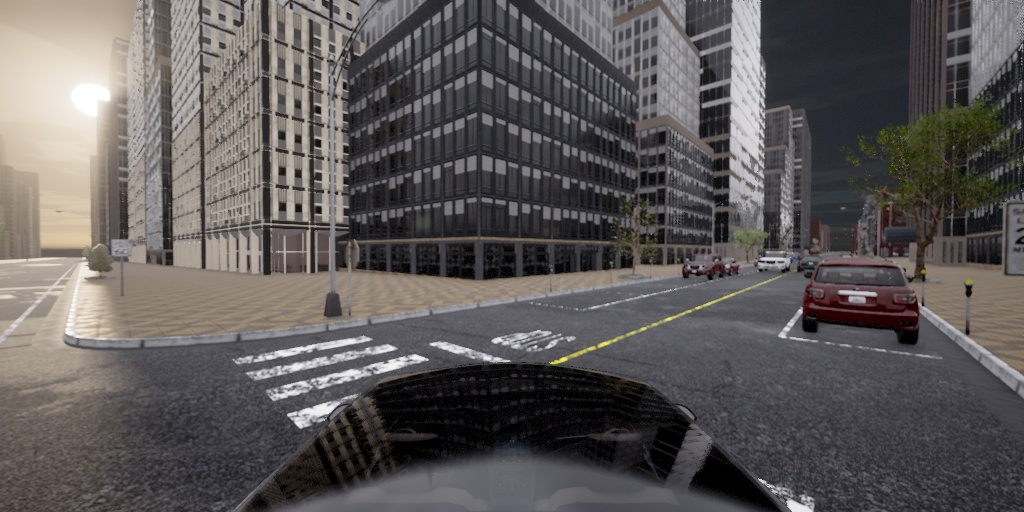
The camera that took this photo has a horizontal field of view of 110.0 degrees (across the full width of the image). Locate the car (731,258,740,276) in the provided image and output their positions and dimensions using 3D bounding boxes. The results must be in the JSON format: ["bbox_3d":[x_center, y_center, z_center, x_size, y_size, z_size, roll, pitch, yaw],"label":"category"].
[{"bbox_3d":[18.352,0.824,31.215,1.967,1.591,4.097,0,0,43],"label":"car"}]

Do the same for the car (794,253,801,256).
[{"bbox_3d":[29.958,0.712,35.761,2.097,1.767,4.553,1,1,43],"label":"car"}]

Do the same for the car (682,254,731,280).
[{"bbox_3d":[14.567,0.748,27.144,2.192,1.841,5.009,0,0,43],"label":"car"}]

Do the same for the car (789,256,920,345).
[{"bbox_3d":[9.065,1.002,9.495,2.192,1.841,5.009,0,0,43],"label":"car"}]

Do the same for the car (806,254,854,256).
[{"bbox_3d":[12.779,0.952,13.630,2.192,1.841,5.009,0,0,43],"label":"car"}]

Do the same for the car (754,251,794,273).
[{"bbox_3d":[26.631,0.559,36.329,2.150,2.045,5.566,1,1,43],"label":"car"}]
